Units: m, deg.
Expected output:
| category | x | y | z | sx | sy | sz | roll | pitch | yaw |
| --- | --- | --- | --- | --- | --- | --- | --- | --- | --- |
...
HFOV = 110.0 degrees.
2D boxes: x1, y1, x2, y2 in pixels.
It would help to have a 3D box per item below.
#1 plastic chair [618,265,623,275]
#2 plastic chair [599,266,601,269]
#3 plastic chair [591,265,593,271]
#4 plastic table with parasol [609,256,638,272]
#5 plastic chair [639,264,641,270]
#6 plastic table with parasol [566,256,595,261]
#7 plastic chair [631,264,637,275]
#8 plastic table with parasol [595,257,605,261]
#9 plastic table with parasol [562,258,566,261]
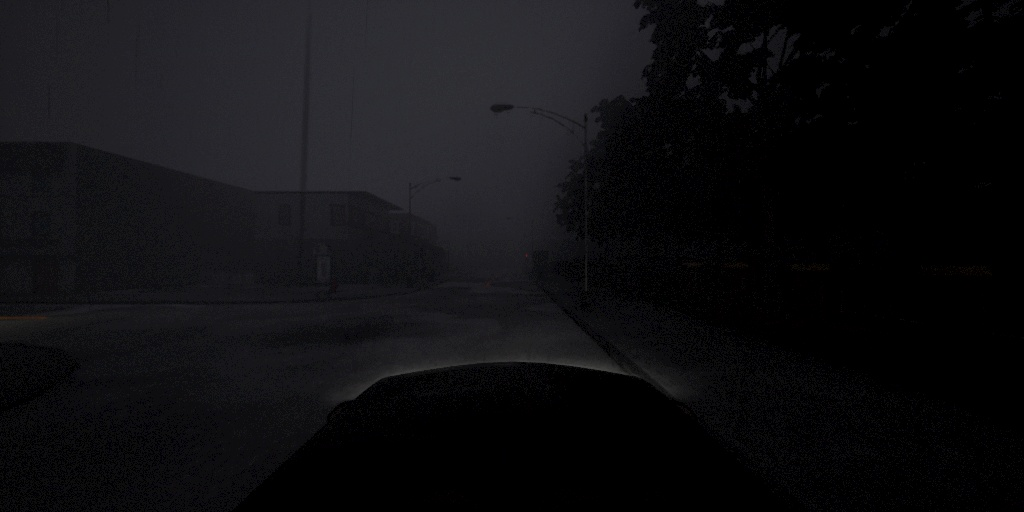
| category | x | y | z | sx | sy | sz | roll | pitch | yaw |
| --- | --- | --- | --- | --- | --- | --- | --- | --- | --- |
| plastic chair | 14.313 | 1.879 | 48.516 | 0.730 | 1.272 | 0.750 | 0 | 0 | -35 |
| plastic chair | 13.711 | 1.979 | 56.743 | 0.730 | 1.272 | 0.750 | 0 | 0 | -35 |
| plastic chair | 10.699 | 1.916 | 51.159 | 0.750 | 1.272 | 0.730 | 0 | 0 | -40 |
| plastic table with parasol | 15.286 | 1.279 | 49.418 | 2.482 | 2.480 | 2.482 | 0 | 0 | -40 |
| plastic chair | 18.640 | 1.788 | 52.869 | 0.750 | 1.272 | 0.730 | 0 | 0 | -39 |
| plastic table with parasol | 9.966 | 1.302 | 52.156 | 2.482 | 2.480 | 2.482 | 0 | 0 | -40 |
| plastic chair | 16.019 | 1.869 | 48.420 | 0.750 | 1.272 | 0.730 | 0 | 0 | -40 |
| plastic table with parasol | 14.663 | 1.358 | 57.631 | 2.482 | 2.480 | 2.482 | 0 | 0 | -42 |
| plastic table with parasol | 10.676 | 1.426 | 60.597 | 2.482 | 2.480 | 2.482 | 0 | 0 | -40 |
